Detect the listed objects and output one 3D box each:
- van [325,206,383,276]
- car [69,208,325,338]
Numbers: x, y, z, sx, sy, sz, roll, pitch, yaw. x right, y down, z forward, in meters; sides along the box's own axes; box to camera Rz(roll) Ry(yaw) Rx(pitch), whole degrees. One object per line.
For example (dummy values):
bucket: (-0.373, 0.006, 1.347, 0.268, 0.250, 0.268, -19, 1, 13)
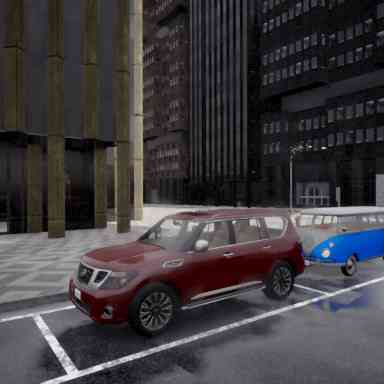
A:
van: (4.704, 1.341, 10.020, 3.998, 1.788, 1.690, 0, 0, -36)
car: (0.208, 1.315, 6.809, 5.009, 1.841, 2.192, 0, 0, -36)
